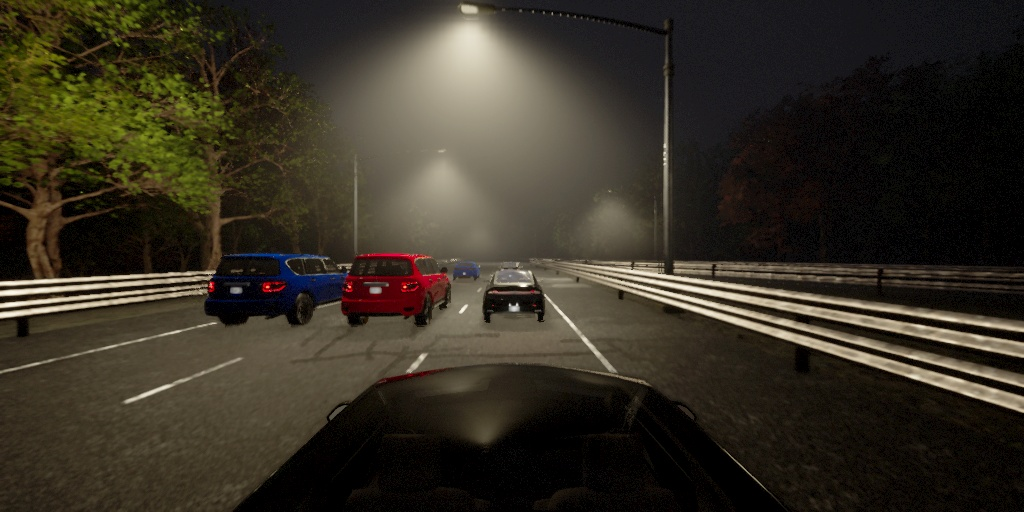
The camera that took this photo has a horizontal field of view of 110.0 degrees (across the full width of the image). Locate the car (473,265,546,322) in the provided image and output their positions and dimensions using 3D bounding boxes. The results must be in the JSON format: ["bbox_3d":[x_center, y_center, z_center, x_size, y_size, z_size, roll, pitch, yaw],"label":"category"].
[{"bbox_3d":[0.048,1.218,12.216,2.128,1.511,4.902,0,0,0],"label":"car"}]

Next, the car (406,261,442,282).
[{"bbox_3d":[-7.186,1.180,29.832,1.882,1.535,5.008,0,0,-1],"label":"car"}]

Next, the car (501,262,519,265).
[{"bbox_3d":[-0.154,1.194,28.151,2.128,1.511,4.902,0,0,-1],"label":"car"}]

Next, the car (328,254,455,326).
[{"bbox_3d":[-3.446,0.950,11.691,2.150,2.045,5.566,0,0,0],"label":"car"}]

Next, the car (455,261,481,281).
[{"bbox_3d":[-3.685,1.179,29.802,1.882,1.535,5.008,0,0,-1],"label":"car"}]

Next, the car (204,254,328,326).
[{"bbox_3d":[-6.945,0.951,11.688,2.150,2.045,5.566,0,0,0],"label":"car"}]
